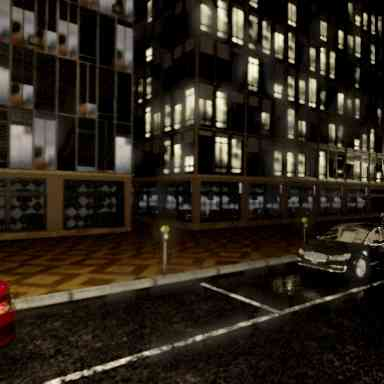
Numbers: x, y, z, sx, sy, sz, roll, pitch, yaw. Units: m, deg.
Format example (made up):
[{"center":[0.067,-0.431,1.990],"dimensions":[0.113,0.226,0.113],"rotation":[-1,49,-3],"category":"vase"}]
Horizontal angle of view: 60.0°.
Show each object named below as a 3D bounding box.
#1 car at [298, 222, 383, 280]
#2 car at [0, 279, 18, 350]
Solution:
[{"center":[5.051,1.633,10.147],"dimensions":[4.403,1.369,2.008],"rotation":[1,0,-35],"category":"car"},{"center":[-4.225,1.569,3.544],"dimensions":[4.206,1.307,1.802],"rotation":[1,0,-35],"category":"car"}]
